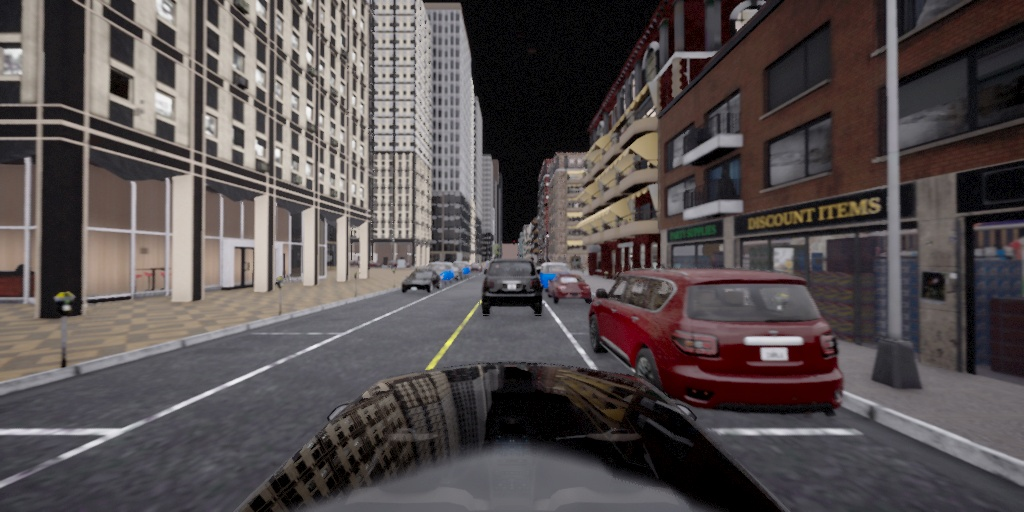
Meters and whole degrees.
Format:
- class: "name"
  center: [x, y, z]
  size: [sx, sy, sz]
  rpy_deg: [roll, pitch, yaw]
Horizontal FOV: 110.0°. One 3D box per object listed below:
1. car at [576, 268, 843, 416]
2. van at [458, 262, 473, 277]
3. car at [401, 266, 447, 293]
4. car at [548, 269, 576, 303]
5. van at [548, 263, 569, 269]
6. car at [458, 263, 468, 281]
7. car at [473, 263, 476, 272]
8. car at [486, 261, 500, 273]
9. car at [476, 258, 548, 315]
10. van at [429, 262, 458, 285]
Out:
- class: "car"
  center: [2.689, 1.111, 6.051]
  size: [2.192, 1.841, 5.009]
  rpy_deg: [0, 0, 0]
- class: "van"
  center: [-5.698, 1.509, 39.939]
  size: [1.690, 1.789, 3.998]
  rpy_deg: [0, 0, 0]
- class: "car"
  center: [-5.694, 1.546, 22.995]
  size: [1.948, 1.339, 4.313]
  rpy_deg: [0, 0, 0]
- class: "car"
  center: [2.687, 1.501, 17.348]
  size: [1.802, 1.307, 4.207]
  rpy_deg: [0, 0, 0]
- class: "van"
  center: [2.686, 1.321, 22.996]
  size: [1.690, 1.789, 3.998]
  rpy_deg: [0, 0, 0]
- class: "car"
  center: [-5.697, 1.655, 34.291]
  size: [2.007, 1.370, 4.403]
  rpy_deg: [0, 0, 0]
- class: "car"
  center: [-5.701, 1.799, 56.884]
  size: [1.967, 1.591, 4.097]
  rpy_deg: [0, 0, 0]
- class: "car"
  center: [-3.030, 1.728, 58.470]
  size: [2.097, 1.767, 4.553]
  rpy_deg: [0, -1, 0]
- class: "car"
  center: [0.006, 1.112, 14.404]
  size: [2.150, 2.045, 5.566]
  rpy_deg: [0, 0, 0]
- class: "van"
  center: [-5.696, 1.383, 28.643]
  size: [1.690, 1.789, 3.998]
  rpy_deg: [0, 0, 0]
